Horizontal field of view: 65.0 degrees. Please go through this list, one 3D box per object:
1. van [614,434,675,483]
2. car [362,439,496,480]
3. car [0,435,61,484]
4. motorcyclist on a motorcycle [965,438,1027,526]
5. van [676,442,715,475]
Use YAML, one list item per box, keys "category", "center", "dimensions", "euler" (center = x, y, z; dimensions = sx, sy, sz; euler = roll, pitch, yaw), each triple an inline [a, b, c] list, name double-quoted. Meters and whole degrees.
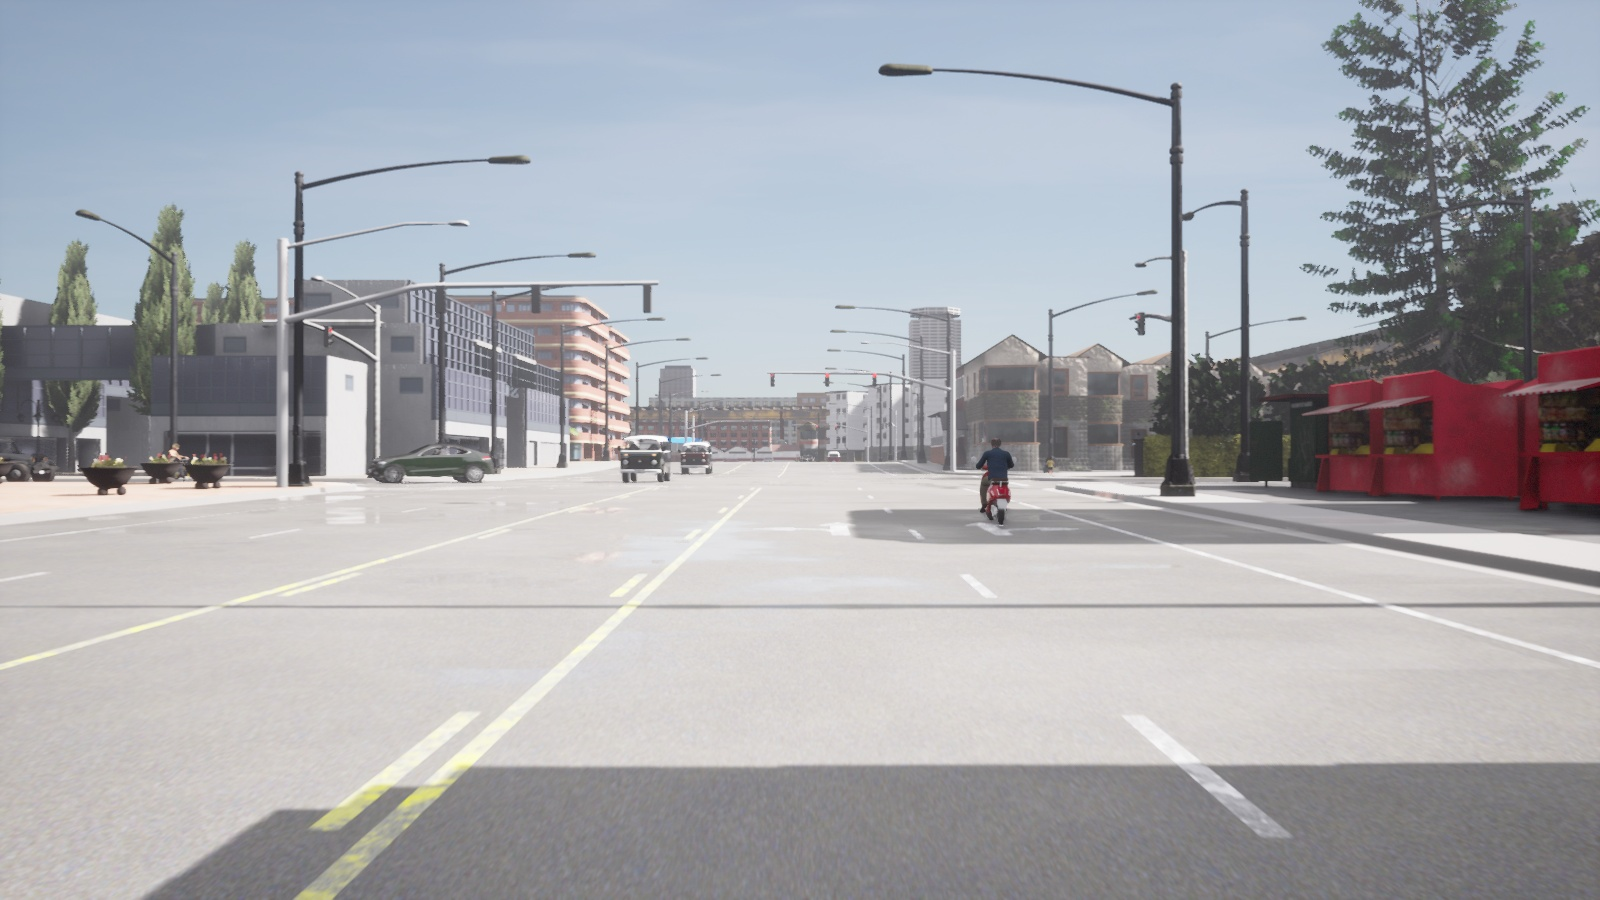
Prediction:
- category: "van"
  center: [-6.670, 0.369, 54.320]
  dimensions: [2.069, 2.038, 4.480]
  euler: [0, 0, 0]
- category: "car"
  center: [-15.562, 0.401, 52.725]
  dimensions: [5.027, 1.651, 2.152]
  euler: [0, 0, -29]
- category: "car"
  center: [-31.301, 0.364, 48.938]
  dimensions: [3.866, 1.878, 1.905]
  euler: [0, -1, 1]
- category: "motorcyclist on a motorcycle"
  center: [3.651, 0.572, 23.518]
  dimensions: [0.866, 1.590, 1.817]
  euler: [0, 0, 0]
- category: "van"
  center: [-6.527, 0.506, 79.144]
  dimensions: [2.069, 2.038, 4.480]
  euler: [0, 0, 0]
